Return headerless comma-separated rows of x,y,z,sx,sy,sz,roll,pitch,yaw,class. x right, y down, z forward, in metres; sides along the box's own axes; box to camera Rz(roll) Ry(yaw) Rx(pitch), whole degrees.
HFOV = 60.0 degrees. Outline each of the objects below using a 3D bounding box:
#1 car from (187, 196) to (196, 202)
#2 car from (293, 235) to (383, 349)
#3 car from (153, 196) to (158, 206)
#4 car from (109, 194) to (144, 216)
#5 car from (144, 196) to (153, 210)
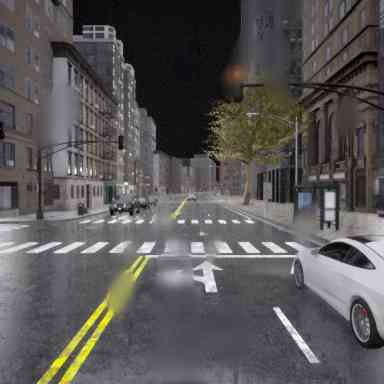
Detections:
-0.042,1.434,73.490,1.895,1.301,4.718,0,0,0,car
3.346,1.524,6.128,1.812,1.442,4.674,0,0,0,car
-6.624,1.418,53.670,2.128,1.511,4.902,0,0,0,car
-6.592,1.196,33.241,2.150,2.045,5.566,0,0,1,car
-6.626,1.435,43.352,1.882,1.535,5.008,0,0,0,car
